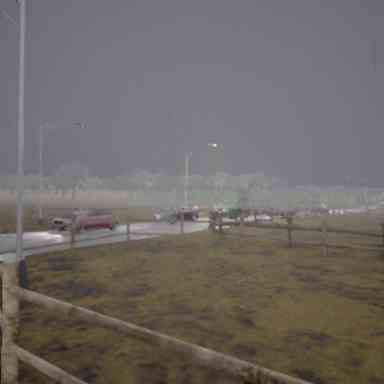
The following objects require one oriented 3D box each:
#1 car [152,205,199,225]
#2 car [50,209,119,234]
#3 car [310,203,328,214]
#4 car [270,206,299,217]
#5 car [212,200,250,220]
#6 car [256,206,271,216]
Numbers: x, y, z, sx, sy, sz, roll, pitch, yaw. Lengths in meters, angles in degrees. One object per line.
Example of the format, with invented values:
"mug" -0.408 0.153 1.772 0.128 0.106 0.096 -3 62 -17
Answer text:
"car" -1.317 1.889 28.298 2.128 1.511 4.902 1 -1 35
"car" -6.577 1.763 20.829 1.994 1.385 4.181 1 0 36
"car" 21.281 2.722 55.328 2.097 1.767 4.553 1 -1 37
"car" 12.019 2.522 42.146 1.895 1.301 4.718 1 -1 35
"car" 4.404 1.855 36.419 2.150 2.045 5.566 1 -1 35
"car" 10.302 2.497 44.753 1.895 1.301 4.718 1 -1 36
